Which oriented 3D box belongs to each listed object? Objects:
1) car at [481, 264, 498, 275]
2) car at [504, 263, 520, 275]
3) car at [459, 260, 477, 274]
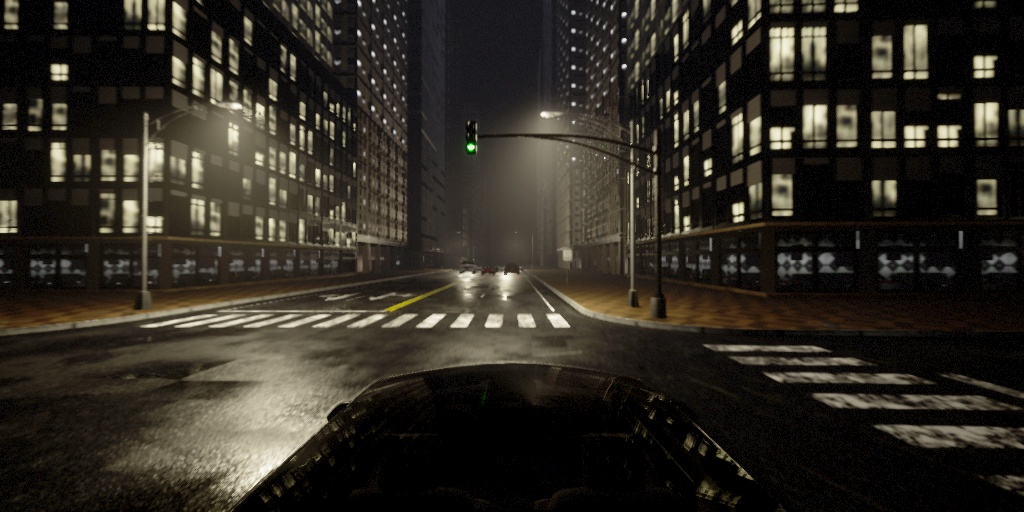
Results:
[{"bbox_3d":[-3.258,1.969,49.910,1.895,1.301,4.718,0,-1,0],"label":"car"},{"bbox_3d":[-0.007,1.726,50.270,2.097,1.767,4.553,0,-1,0],"label":"car"},{"bbox_3d":[-6.508,1.649,54.022,2.150,2.045,5.566,0,-1,0],"label":"car"}]
